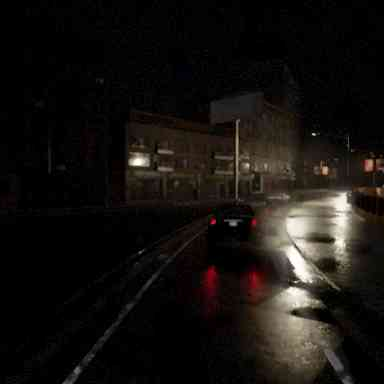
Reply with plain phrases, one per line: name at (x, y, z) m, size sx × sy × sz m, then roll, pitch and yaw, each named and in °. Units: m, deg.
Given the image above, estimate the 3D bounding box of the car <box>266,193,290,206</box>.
car at (9.643, 0.790, 37.006) m, size 1.895 × 1.301 × 4.718 m, roll 0°, pitch 2°, yaw 26°

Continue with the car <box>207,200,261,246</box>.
car at (1.938, 1.190, 14.628) m, size 2.097 × 1.767 × 4.553 m, roll 0°, pitch 1°, yaw 10°
